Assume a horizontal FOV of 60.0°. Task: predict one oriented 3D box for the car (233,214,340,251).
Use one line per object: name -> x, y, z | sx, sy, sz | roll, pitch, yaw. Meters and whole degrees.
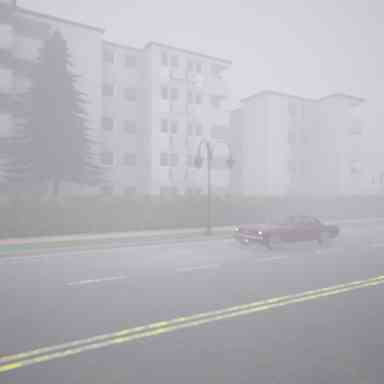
car -> 4.100, 1.653, 14.362 | 4.718, 1.301, 1.895 | 0, 0, -30
